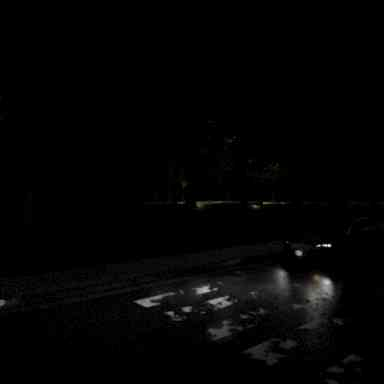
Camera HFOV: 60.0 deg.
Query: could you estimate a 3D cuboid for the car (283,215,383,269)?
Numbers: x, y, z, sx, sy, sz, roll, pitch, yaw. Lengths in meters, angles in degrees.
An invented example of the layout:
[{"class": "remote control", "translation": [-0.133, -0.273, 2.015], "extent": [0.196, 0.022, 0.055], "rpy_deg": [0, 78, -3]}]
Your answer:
[{"class": "car", "translation": [5.127, 1.579, 11.547], "extent": [4.902, 1.511, 2.128], "rpy_deg": [0, -1, -38]}]
